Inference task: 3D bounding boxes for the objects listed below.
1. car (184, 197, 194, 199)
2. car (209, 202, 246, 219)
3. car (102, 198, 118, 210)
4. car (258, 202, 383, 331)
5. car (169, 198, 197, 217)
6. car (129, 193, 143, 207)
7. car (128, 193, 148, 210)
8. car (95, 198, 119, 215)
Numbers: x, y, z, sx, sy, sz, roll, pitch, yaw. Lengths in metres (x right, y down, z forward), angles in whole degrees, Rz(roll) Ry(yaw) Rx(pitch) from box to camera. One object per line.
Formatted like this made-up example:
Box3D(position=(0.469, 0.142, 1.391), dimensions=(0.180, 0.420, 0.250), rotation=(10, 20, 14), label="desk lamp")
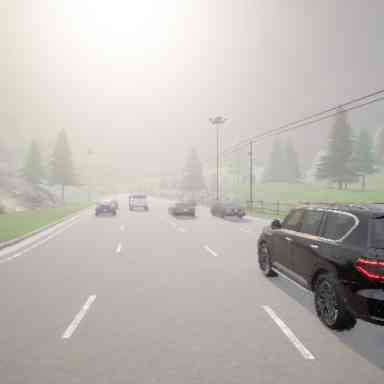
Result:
Box3D(position=(-0.566, 1.490, 46.771), dimensions=(2.128, 1.511, 4.902), rotation=(0, 0, -12), label="car")
Box3D(position=(3.017, 1.547, 29.089), dimensions=(2.033, 1.411, 5.357), rotation=(0, 0, -12), label="car")
Box3D(position=(-10.568, 1.526, 43.246), dimensions=(1.812, 1.442, 4.674), rotation=(0, 0, -11), label="car")
Box3D(position=(3.122, 1.223, 7.075), dimensions=(2.150, 2.045, 5.566), rotation=(0, 0, -5), label="car")
Box3D(position=(-1.007, 1.564, 31.206), dimensions=(1.994, 1.385, 4.181), rotation=(0, 0, -11), label="car")
Box3D(position=(-8.980, 1.221, 53.067), dimensions=(2.150, 2.045, 5.566), rotation=(0, 0, -11), label="car")
Box3D(position=(-6.854, 1.221, 42.550), dimensions=(2.150, 2.045, 5.566), rotation=(0, 0, -11), label="car")
Box3D(position=(-8.548, 1.526, 33.232), dimensions=(1.812, 1.442, 4.674), rotation=(0, 0, -11), label="car")
